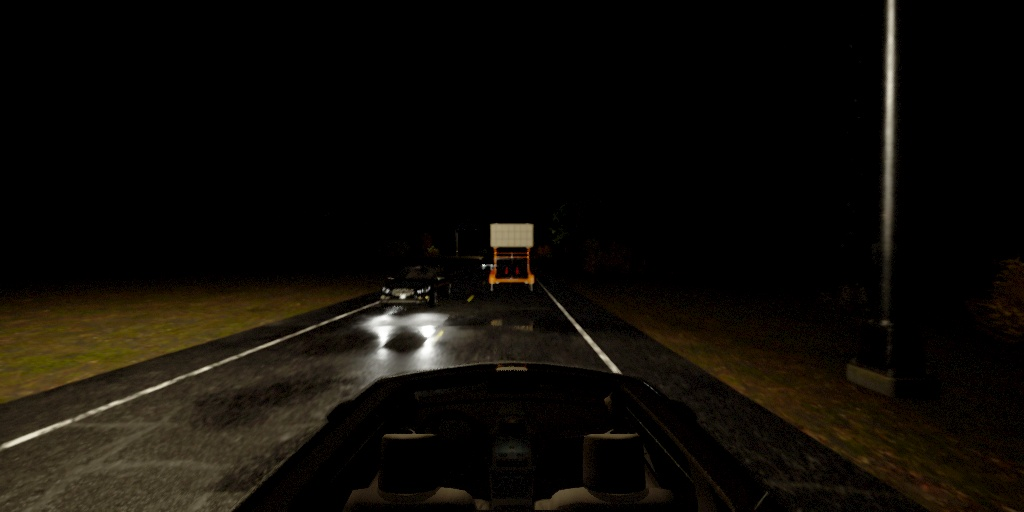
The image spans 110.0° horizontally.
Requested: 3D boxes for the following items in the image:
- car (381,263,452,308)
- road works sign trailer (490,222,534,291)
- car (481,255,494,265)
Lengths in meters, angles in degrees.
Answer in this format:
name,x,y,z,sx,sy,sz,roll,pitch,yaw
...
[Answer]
name,x,y,z,sx,sy,sz,roll,pitch,yaw
car,-3.595,1.073,14.258,1.837,1.490,4.892,0,1,0
road works sign trailer,-0.002,-0.044,19.453,2.380,3.560,2.880,0,0,0
car,-3.550,0.548,54.661,2.033,1.411,5.357,0,1,1
